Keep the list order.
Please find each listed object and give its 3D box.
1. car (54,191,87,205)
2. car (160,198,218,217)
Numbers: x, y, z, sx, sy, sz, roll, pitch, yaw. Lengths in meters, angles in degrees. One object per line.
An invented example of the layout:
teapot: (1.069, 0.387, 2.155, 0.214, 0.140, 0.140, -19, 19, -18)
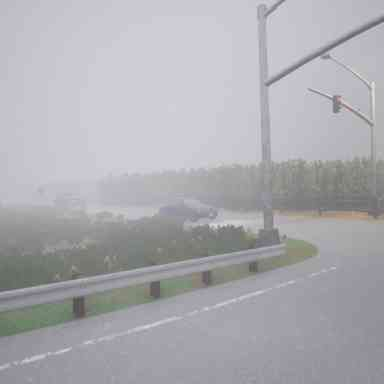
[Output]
car: (-14.010, 0.892, 37.931, 2.150, 2.045, 5.566, -3, 2, -40)
car: (-0.363, 1.113, 21.918, 1.812, 1.442, 4.674, -3, 2, -41)
